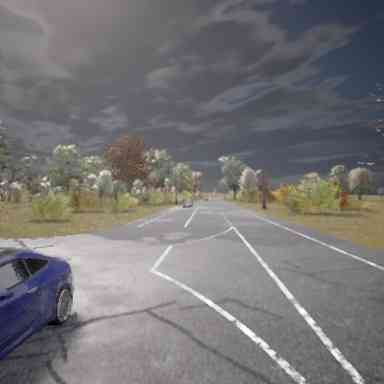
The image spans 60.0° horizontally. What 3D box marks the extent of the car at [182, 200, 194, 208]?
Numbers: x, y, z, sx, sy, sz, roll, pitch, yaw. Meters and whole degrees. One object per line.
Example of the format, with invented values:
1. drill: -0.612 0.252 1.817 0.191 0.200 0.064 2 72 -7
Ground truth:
1. car: -0.717 2.237 61.214 2.128 1.511 4.902 0 -1 2

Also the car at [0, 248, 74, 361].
1. car: -3.205 1.603 4.628 1.812 1.442 4.674 0 -1 3
